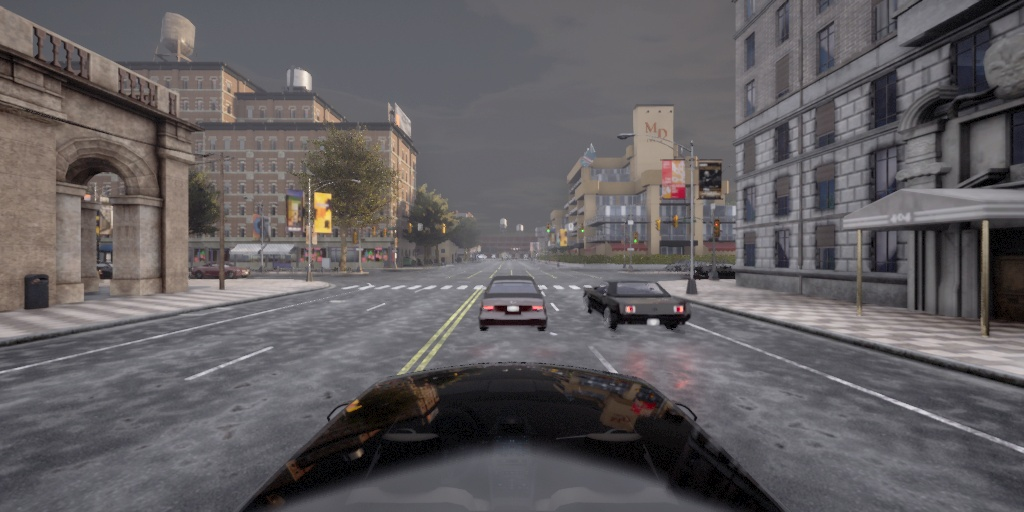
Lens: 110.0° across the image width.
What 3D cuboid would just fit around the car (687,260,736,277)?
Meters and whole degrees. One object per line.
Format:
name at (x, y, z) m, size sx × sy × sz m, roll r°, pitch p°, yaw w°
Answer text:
car at (19.330, 1.241, 33.005) m, size 5.008 × 1.535 × 1.882 m, roll 0°, pitch 0°, yaw 0°

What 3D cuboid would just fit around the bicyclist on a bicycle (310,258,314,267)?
bicyclist on a bicycle at (-31.362, 1.073, 55.868) m, size 0.582 × 1.620 × 1.656 m, roll 0°, pitch 0°, yaw 0°

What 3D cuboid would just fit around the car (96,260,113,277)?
car at (-36.751, 1.289, 32.878) m, size 4.674 × 1.442 × 1.812 m, roll 0°, pitch 0°, yaw 0°

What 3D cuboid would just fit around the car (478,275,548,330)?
car at (0.020, 1.302, 11.065) m, size 2.033 × 1.411 × 5.357 m, roll 0°, pitch 0°, yaw 0°

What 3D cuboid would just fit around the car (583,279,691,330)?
car at (3.519, 1.355, 11.143) m, size 1.895 × 1.301 × 4.718 m, roll 0°, pitch 0°, yaw 0°

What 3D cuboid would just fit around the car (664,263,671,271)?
car at (23.009, 1.261, 48.200) m, size 4.902 × 1.511 × 2.128 m, roll 0°, pitch 0°, yaw 0°

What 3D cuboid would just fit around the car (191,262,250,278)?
car at (-26.693, 1.289, 32.898) m, size 4.674 × 1.442 × 1.812 m, roll 0°, pitch 0°, yaw 0°

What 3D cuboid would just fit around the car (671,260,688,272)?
car at (22.715, 1.332, 44.704) m, size 4.181 × 1.385 × 1.994 m, roll 0°, pitch 0°, yaw 0°
